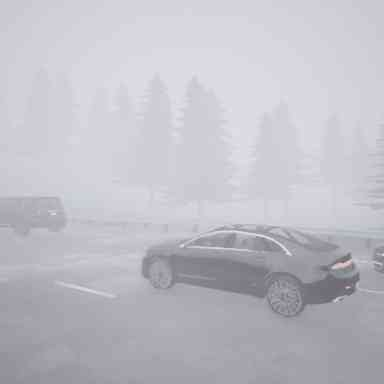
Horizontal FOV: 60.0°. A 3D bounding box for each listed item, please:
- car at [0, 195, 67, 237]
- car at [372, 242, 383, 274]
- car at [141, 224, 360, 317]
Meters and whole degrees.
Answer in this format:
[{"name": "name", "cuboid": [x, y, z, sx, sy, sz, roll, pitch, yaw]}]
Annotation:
[{"name": "car", "cuboid": [-9.268, 1.202, 18.104, 5.566, 2.045, 2.150, 0, 0, 31]}, {"name": "car", "cuboid": [6.878, 1.484, 7.586, 4.892, 1.490, 1.837, 0, 0, 36]}, {"name": "car", "cuboid": [1.005, 1.477, 7.426, 4.902, 1.511, 2.128, 0, 0, 35]}]
